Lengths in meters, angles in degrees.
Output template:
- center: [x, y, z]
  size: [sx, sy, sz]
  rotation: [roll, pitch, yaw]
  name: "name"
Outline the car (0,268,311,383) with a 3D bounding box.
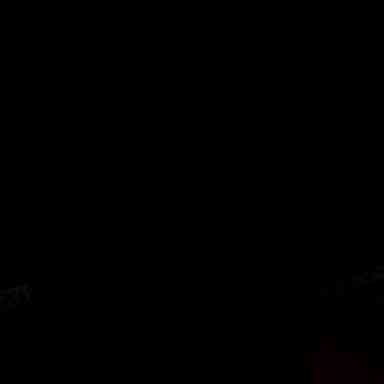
- center: [-1.141, 1.481, 2.625]
  size: [5.008, 1.535, 1.882]
  rotation: [0, 0, -36]
  name: "car"
